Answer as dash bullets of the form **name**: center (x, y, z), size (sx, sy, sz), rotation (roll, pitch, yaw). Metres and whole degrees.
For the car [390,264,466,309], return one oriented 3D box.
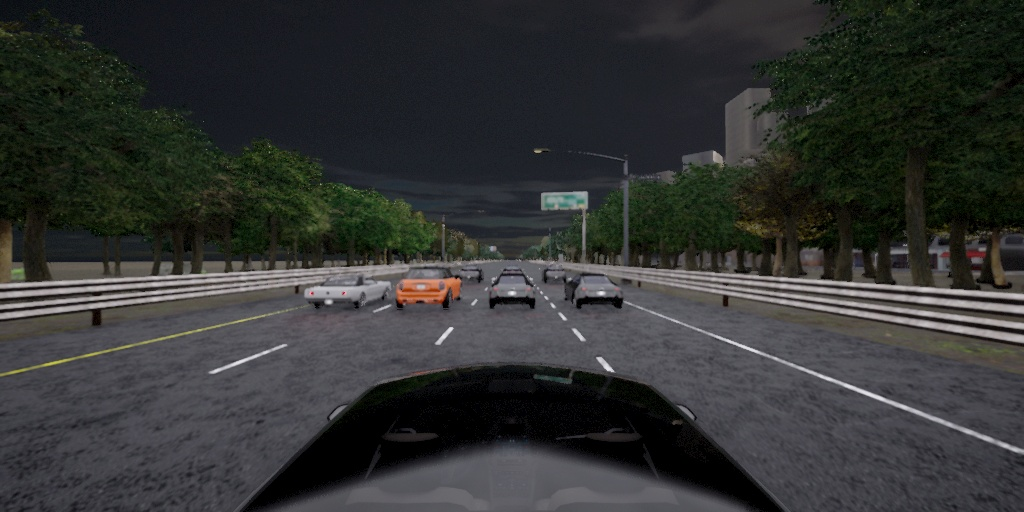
- **car**: center (-3.485, 1.236, 15.878), size (2.097, 1.767, 4.553), rotation (0, -1, 0)

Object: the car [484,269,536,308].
- **car**: center (0.016, 1.452, 16.098), size (1.994, 1.385, 4.181), rotation (0, 0, 0)

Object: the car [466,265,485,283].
- **car**: center (-3.448, 1.516, 31.089), size (2.128, 1.511, 4.902), rotation (0, 0, 0)

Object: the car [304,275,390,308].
- **car**: center (-6.987, 1.487, 15.918), size (1.895, 1.301, 4.718), rotation (0, 0, 0)

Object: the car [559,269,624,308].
- **car**: center (3.517, 1.453, 16.091), size (1.994, 1.385, 4.181), rotation (0, 0, 0)

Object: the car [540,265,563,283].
- **car**: center (3.552, 1.517, 31.068), size (2.128, 1.511, 4.902), rotation (0, 0, 0)

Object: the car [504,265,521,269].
- **car**: center (0.052, 1.517, 31.080), size (2.128, 1.511, 4.902), rotation (0, 0, 0)

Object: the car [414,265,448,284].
- **car**: center (-6.947, 1.550, 31.205), size (1.812, 1.442, 4.674), rotation (0, 0, 0)
